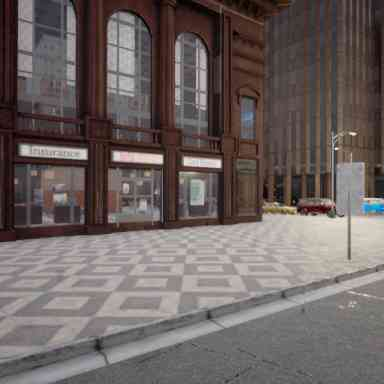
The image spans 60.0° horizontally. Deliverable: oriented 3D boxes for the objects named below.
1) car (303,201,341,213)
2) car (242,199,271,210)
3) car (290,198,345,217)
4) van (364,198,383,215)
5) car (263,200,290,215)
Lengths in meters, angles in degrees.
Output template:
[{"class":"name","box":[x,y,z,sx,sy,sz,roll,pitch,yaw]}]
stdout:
[{"class":"car","box":[16.397,1.897,42.176,1.802,1.307,4.206,-1,0,-35]},{"class":"car","box":[9.913,1.891,51.369,1.967,1.590,4.097,-1,0,-35]},{"class":"car","box":[12.672,1.522,32.661,2.192,1.841,5.009,0,0,-35]},{"class":"van","box":[19.635,1.588,37.581,1.690,1.788,3.998,-1,0,-35]},{"class":"car","box":[9.532,1.798,37.118,1.752,1.417,4.829,0,0,-35]}]
